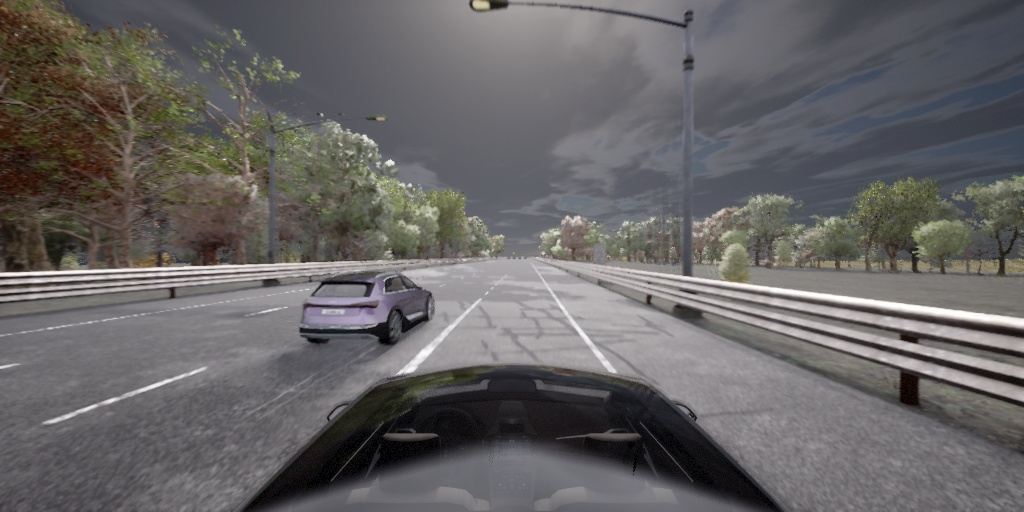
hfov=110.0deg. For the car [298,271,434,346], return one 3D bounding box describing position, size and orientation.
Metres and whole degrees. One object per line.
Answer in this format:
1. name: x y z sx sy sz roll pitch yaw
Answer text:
1. car: -3.483 1.196 9.422 2.033 1.649 4.856 0 0 2
